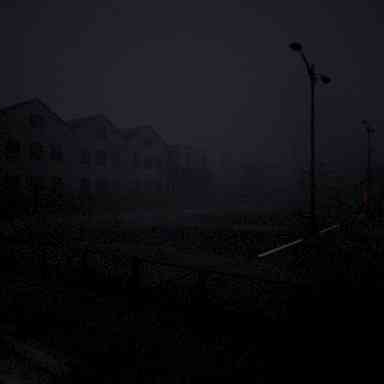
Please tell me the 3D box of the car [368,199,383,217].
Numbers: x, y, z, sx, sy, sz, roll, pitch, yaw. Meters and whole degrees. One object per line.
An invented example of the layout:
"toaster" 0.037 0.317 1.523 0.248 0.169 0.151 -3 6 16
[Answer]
"car" 15.481 1.298 26.779 2.007 1.523 4.514 0 0 35
